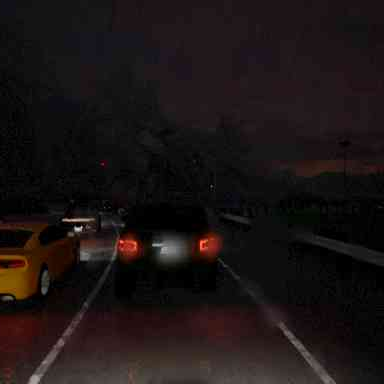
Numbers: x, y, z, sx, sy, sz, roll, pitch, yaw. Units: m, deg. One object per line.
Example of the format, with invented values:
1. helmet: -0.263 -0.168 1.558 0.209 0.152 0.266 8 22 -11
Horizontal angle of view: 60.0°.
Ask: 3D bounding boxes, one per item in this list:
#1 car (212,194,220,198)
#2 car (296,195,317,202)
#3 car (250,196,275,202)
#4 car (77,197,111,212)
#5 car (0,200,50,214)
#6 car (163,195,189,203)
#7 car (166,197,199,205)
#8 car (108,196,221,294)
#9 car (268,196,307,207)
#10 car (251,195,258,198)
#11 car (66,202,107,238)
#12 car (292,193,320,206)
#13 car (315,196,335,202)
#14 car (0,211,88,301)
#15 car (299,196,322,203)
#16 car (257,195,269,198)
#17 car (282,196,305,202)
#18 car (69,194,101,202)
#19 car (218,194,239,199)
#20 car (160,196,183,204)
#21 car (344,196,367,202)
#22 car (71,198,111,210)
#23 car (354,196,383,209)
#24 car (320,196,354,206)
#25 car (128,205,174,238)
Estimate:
1. car: 5.873 1.577 68.687 5.357 1.411 2.033 0 0 -20
2. car: 28.006 1.512 81.460 5.008 1.535 1.882 0 0 -27
3. car: 16.158 1.572 76.175 5.357 1.411 2.033 0 0 -20
4. car: -8.671 1.511 33.419 4.902 1.511 2.128 0 0 -20
5. car: -17.411 1.569 33.942 5.357 1.411 2.033 0 0 -20
6. car: -3.306 1.507 69.043 5.008 1.535 1.882 0 0 -20
7. car: -1.685 1.572 58.556 5.357 1.411 2.033 0 0 -20
8. car: -0.759 1.225 9.034 2.150 2.045 5.566 0 0 -7
9. car: 12.861 1.583 45.037 4.181 1.385 1.994 0 0 -20
10. car: 14.634 1.386 71.886 4.553 1.767 2.097 0 0 -20
11. car: -5.773 1.499 17.548 2.128 1.511 4.902 0 0 -14
12. car: 18.945 1.246 54.721 5.566 2.045 2.150 0 0 -20
13. car: 31.946 1.629 79.762 4.718 1.301 1.895 0 0 -30
14. car: -4.167 1.481 8.305 1.882 1.535 5.008 0 0 -6
15. car: 24.270 1.581 68.017 4.181 1.385 1.994 0 0 -20
16. car: 15.875 1.505 64.935 5.008 1.535 1.882 0 0 -20
17. car: 22.896 1.627 74.998 4.718 1.301 1.895 0 0 -23
18. car: -11.788 1.243 39.732 5.566 2.045 2.150 0 0 -20
19. car: 7.628 1.590 61.958 4.181 1.385 1.994 0 0 -20
20. car: -4.006 1.592 65.143 4.181 1.385 1.994 0 0 -20
21. car: 36.714 1.571 74.503 5.357 1.411 2.033 0 0 -30
22. car: -13.073 1.515 42.989 4.902 1.511 2.128 0 0 -20
23. car: 25.153 1.525 45.816 4.892 1.490 1.837 0 0 -20
24. car: 22.956 1.586 52.465 4.181 1.385 1.994 0 0 -20
25. car: -2.512 1.556 19.073 2.033 1.411 5.357 0 0 -13
